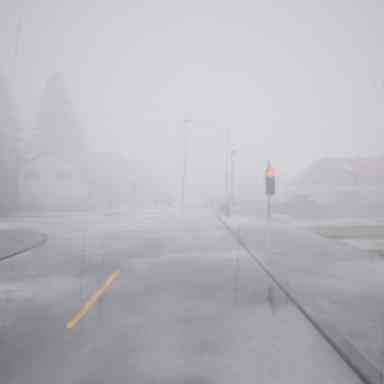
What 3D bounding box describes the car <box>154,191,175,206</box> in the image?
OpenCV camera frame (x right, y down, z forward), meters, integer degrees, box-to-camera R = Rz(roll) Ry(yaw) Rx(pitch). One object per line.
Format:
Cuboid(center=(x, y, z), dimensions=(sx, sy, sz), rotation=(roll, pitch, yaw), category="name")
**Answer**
Cuboid(center=(-4.080, 0.891, 47.337), dimensions=(2.150, 2.045, 5.566), rotation=(0, 1, 0), category="car")
